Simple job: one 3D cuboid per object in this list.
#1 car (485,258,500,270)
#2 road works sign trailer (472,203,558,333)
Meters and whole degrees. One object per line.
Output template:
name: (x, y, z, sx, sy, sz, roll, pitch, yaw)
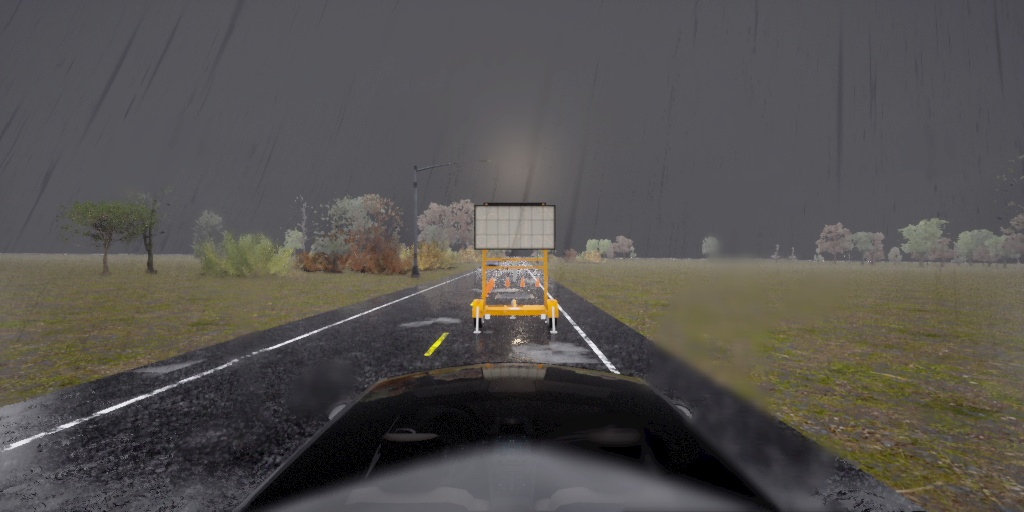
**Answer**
car: (-2.913, 1.131, 51.364, 2.097, 1.767, 4.553, 0, 0, 1)
road works sign trailer: (0.084, 0.218, 10.737, 2.380, 3.560, 2.880, 0, 0, 0)
